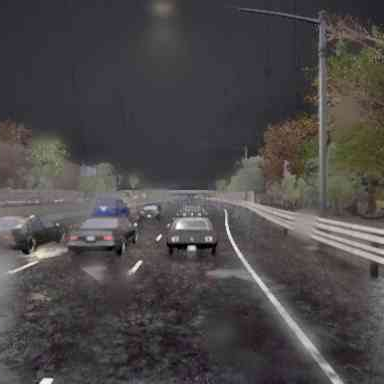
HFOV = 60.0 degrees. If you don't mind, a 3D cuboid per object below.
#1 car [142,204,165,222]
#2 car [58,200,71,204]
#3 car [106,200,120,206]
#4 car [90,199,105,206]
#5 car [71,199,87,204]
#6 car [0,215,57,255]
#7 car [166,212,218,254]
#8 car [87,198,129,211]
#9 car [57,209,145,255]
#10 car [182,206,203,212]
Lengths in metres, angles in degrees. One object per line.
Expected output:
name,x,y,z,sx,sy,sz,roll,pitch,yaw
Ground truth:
car,-3.489,1.812,29.382,1.812,1.442,4.674,0,0,0
car,-27.984,2.362,73.892,1.895,1.301,4.718,0,-1,0
car,-17.484,2.363,73.890,1.895,1.301,4.718,0,-1,0
car,-20.984,2.268,73.922,1.837,1.490,4.892,0,-1,0
car,-24.484,2.268,73.922,1.837,1.490,4.892,0,-1,0
car,-6.996,1.681,13.991,2.033,1.411,5.357,0,-1,0
car,0.004,1.735,14.111,1.895,1.301,4.718,0,-1,0
car,-6.993,1.499,29.015,2.150,2.045,5.566,0,0,0
car,-3.496,1.681,13.991,2.033,1.411,5.357,0,-1,0
car,0.008,1.885,29.106,1.895,1.301,4.718,0,-1,0
